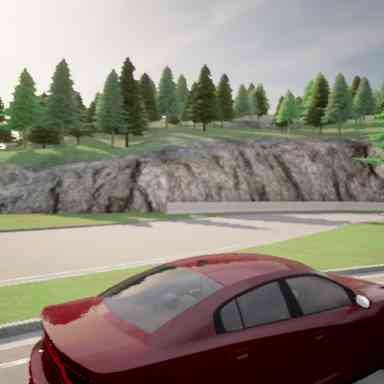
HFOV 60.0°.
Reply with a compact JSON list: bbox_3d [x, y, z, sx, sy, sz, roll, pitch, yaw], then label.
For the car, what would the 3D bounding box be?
[{"bbox_3d":[0.805,1.511,4.062,5.008,1.535,1.882,1,-1,-33],"label":"car"}]
